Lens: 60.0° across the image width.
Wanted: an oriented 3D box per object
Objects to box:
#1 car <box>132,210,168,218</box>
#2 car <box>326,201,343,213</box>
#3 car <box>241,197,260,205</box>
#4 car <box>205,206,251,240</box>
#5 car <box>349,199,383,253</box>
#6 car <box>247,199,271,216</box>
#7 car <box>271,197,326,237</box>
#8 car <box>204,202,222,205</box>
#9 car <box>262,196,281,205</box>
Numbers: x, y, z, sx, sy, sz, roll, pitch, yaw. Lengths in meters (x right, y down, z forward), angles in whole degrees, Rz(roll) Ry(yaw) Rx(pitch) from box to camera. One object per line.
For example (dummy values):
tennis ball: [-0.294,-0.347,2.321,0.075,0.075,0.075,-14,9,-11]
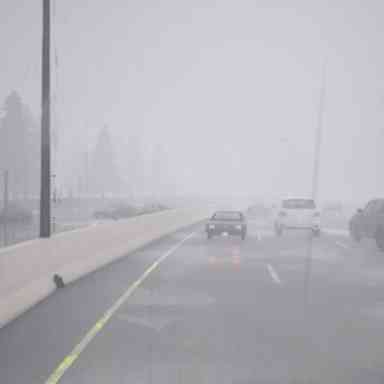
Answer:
car: [-3.108,1.590,26.947,1.994,1.385,4.181,0,0,16]
car: [16.184,1.726,38.045,1.895,1.301,4.718,0,0,26]
car: [11.389,1.700,64.309,1.994,1.385,4.181,0,0,34]
car: [1.938,1.635,17.374,1.895,1.301,4.718,0,0,11]
car: [8.374,1.278,13.784,2.150,2.045,5.566,0,0,9]
car: [6.920,1.606,34.327,1.812,1.442,4.674,0,0,21]
car: [5.802,1.274,18.828,2.150,2.045,5.566,0,0,12]
car: [3.758,1.628,59.009,1.812,1.442,4.674,0,0,32]
car: [15.239,1.633,63.788,1.882,1.535,5.008,0,0,34]
